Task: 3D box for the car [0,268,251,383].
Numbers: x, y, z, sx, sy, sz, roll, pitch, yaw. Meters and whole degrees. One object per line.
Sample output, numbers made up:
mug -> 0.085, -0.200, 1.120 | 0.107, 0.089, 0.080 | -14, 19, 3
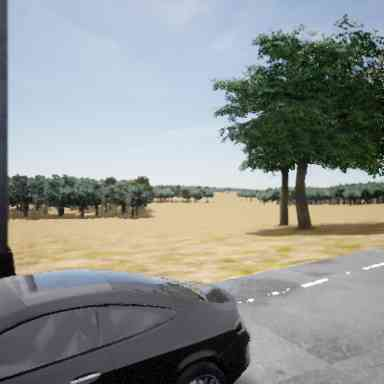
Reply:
car -> -1.495, 1.529, 2.961 | 4.674, 1.442, 1.812 | 0, 0, -36
